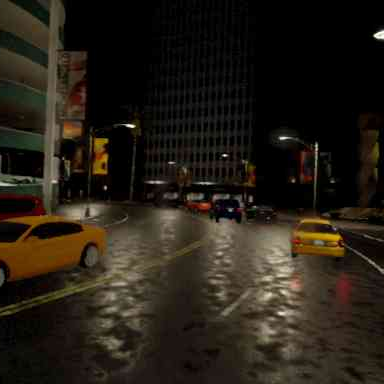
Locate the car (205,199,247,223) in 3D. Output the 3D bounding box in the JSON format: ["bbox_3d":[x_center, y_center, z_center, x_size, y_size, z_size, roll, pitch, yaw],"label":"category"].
[{"bbox_3d":[2.922,1.623,30.102,2.150,2.045,5.566,2,-1,-6],"label":"car"}]

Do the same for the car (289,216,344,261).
[{"bbox_3d":[5.059,1.783,13.917,1.801,1.575,5.366,2,-1,16],"label":"car"}]

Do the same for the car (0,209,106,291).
[{"bbox_3d":[-4.324,1.399,8.725,1.882,1.535,5.008,2,-1,23],"label":"car"}]

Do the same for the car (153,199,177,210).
[{"bbox_3d":[-4.008,1.794,48.470,1.882,1.535,5.008,3,-1,-33],"label":"car"}]

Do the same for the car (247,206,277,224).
[{"bbox_3d":[6.259,2.025,30.657,2.128,1.511,4.902,2,0,-6],"label":"car"}]

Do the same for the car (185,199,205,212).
[{"bbox_3d":[0.739,1.837,47.338,2.097,1.767,4.553,2,-1,-28],"label":"car"}]

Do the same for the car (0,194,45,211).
[{"bbox_3d":[-7.208,1.052,10.595,2.150,2.045,5.566,2,0,24],"label":"car"}]
